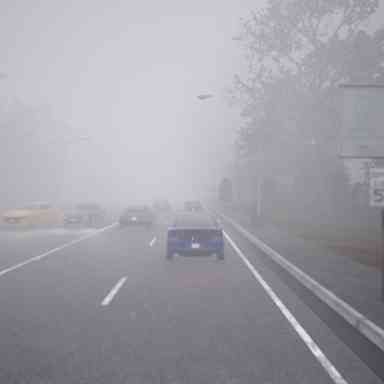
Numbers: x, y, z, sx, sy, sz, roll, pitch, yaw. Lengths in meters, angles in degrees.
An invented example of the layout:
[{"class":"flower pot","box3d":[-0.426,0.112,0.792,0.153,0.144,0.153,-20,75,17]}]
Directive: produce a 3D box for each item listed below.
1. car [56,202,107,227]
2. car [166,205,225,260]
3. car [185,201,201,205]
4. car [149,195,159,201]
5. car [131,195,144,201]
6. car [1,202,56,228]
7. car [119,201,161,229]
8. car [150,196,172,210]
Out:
[{"class":"car","box3d":[-7.092,1.470,22.391,1.837,1.490,4.892,0,0,0]},{"class":"car","box3d":[0.103,1.458,12.426,1.882,1.535,5.008,0,0,0]},{"class":"car","box3d":[0.106,1.499,30.786,2.033,1.411,5.357,0,0,0]},{"class":"car","box3d":[-7.005,1.341,63.901,1.812,1.442,4.674,0,1,1]},{"class":"car","box3d":[-10.506,1.293,63.902,1.882,1.535,5.008,0,1,1]},{"class":"car","box3d":[-10.592,1.444,22.114,1.882,1.535,5.008,0,0,0]},{"class":"car","box3d":[-3.398,1.530,21.543,1.994,1.385,4.181,0,0,0]},{"class":"car","box3d":[-3.394,1.502,38.717,1.994,1.385,4.181,0,0,0]}]
